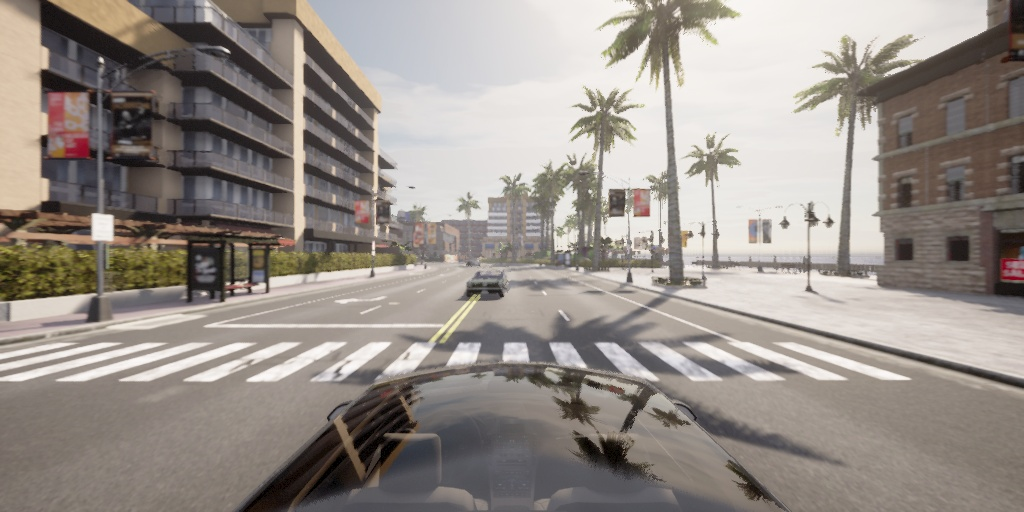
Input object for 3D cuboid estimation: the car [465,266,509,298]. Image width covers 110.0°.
[{"bbox_3d":[-1.190,1.377,18.710,1.895,1.301,4.718,0,0,2],"label":"car"}]
